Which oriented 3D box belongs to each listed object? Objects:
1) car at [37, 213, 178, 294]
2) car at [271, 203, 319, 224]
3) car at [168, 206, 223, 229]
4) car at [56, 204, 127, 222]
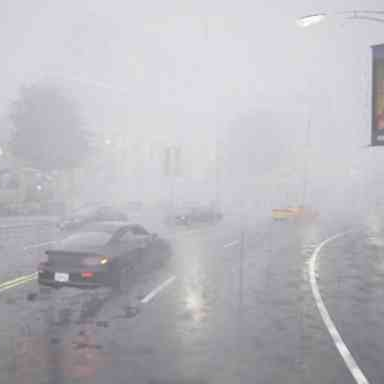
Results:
[{"bbox_3d":[-1.990,1.503,8.731,1.812,1.442,4.674,1,0,14],"label":"car"},{"bbox_3d":[8.049,1.587,25.732,1.882,1.535,5.008,0,0,44],"label":"car"},{"bbox_3d":[0.107,1.609,21.940,1.895,1.301,4.718,1,0,35],"label":"car"},{"bbox_3d":[-5.554,1.461,19.134,1.812,1.442,4.674,1,0,28],"label":"car"}]
